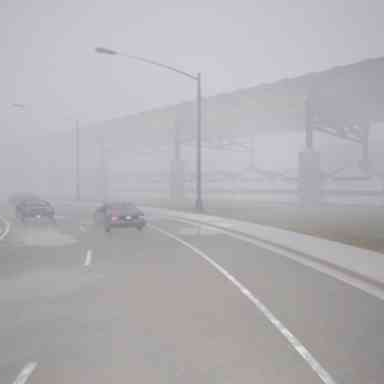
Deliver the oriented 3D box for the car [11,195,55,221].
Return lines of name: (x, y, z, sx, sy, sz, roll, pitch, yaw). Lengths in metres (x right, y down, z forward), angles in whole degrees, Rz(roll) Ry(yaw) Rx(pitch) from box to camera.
car: (-10.621, 1.142, 22.211, 1.895, 1.301, 4.718, -1, 1, -34)

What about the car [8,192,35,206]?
car: (-17.783, 0.755, 35.119, 5.008, 1.535, 1.882, 1, 2, 44)

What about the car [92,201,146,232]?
car: (-3.958, 1.181, 17.482, 2.033, 1.411, 5.357, -1, 1, -25)
